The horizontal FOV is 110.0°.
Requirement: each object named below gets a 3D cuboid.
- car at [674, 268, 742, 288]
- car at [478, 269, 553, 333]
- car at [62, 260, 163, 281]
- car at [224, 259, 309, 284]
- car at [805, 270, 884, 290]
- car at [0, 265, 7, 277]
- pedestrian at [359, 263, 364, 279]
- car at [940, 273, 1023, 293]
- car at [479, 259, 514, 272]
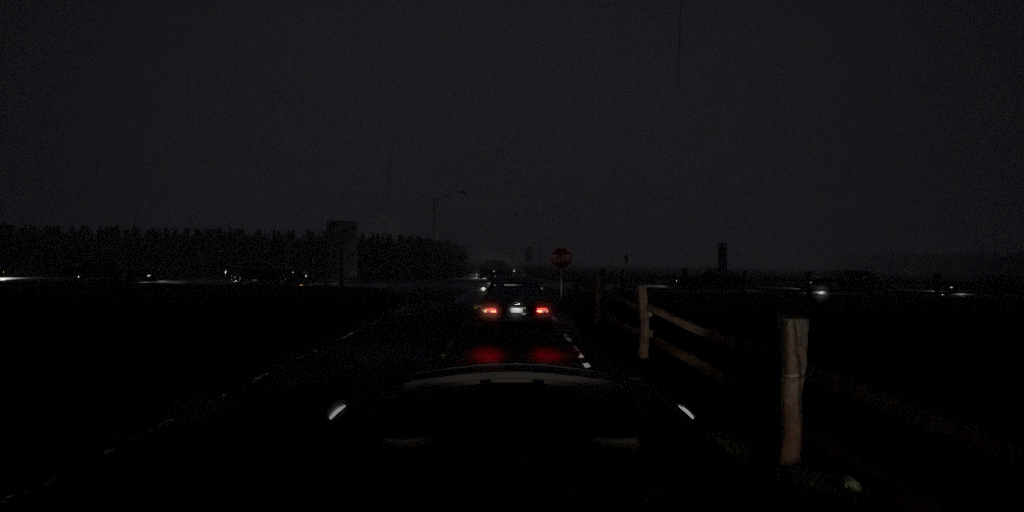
[{"bbox_3d":[14.378,1.576,26.261,4.674,1.442,1.812,1,-1,0],"label":"car"},{"bbox_3d":[0.045,1.299,10.762,2.033,1.411,5.357,0,0,-1],"label":"car"},{"bbox_3d":[-25.611,0.912,23.113,4.718,1.301,1.895,1,-1,0],"label":"car"},{"bbox_3d":[-15.702,0.978,23.125,4.902,1.511,2.128,1,-1,1],"label":"car"},{"bbox_3d":[24.323,1.734,26.314,4.892,1.490,1.837,1,-1,0],"label":"car"},{"bbox_3d":[-35.632,0.699,23.070,4.181,1.385,1.994,1,-1,0],"label":"car"},{"bbox_3d":[-12.229,1.171,29.155,0.375,1.300,0.375,0,-2,0],"label":"pedestrian"},{"bbox_3d":[34.956,1.968,26.360,5.357,1.411,2.033,1,-1,0],"label":"car"},{"bbox_3d":[-1.263,1.116,29.781,2.097,1.767,4.553,1,0,-21],"label":"car"}]
